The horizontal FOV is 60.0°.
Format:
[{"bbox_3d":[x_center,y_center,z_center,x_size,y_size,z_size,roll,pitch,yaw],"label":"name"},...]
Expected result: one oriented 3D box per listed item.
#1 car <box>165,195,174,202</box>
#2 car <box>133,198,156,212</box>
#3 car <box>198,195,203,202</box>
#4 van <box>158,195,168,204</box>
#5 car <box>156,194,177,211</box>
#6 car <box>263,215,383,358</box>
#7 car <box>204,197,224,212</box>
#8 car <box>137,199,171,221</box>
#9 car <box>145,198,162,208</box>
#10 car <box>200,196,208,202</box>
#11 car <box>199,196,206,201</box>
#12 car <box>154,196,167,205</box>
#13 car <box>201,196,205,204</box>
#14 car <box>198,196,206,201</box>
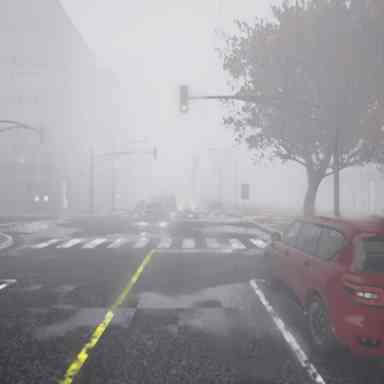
[{"bbox_3d":[-5.664,1.554,82.659,1.967,1.590,4.097,0,0,0],"label":"car"},{"bbox_3d":[-5.677,1.585,38.397,2.008,1.369,4.403,0,0,0],"label":"car"},{"bbox_3d":[2.711,1.663,66.057,1.802,1.307,4.206,0,0,0],"label":"car"},{"bbox_3d":[-5.669,1.422,66.061,1.690,1.788,3.998,0,0,0],"label":"van"},{"bbox_3d":[-2.987,1.282,40.768,2.150,2.045,5.566,0,0,0],"label":"car"},{"bbox_3d":[2.695,1.319,6.006,2.192,1.841,5.009,0,0,0],"label":"car"},{"bbox_3d":[2.703,1.579,38.394,1.887,1.381,4.507,0,0,0],"label":"car"},{"bbox_3d":[-2.992,1.603,27.413,1.837,1.490,4.892,0,0,0],"label":"car"},{"bbox_3d":[-5.674,1.602,49.463,2.008,1.369,4.403,0,0,0],"label":"car"},{"bbox_3d":[2.714,1.628,77.293,1.752,1.417,4.829,0,0,0],"label":"car"},{"bbox_3d":[2.718,1.672,88.189,1.887,1.381,4.507,0,0,0],"label":"car"},{"bbox_3d":[-5.671,1.511,60.528,1.967,1.590,4.097,0,0,0],"label":"car"},{"bbox_3d":[2.706,1.577,49.630,1.752,1.417,4.829,0,0,0],"label":"car"},{"bbox_3d":[2.719,1.691,93.721,2.008,1.369,4.403,0,0,0],"label":"car"}]
